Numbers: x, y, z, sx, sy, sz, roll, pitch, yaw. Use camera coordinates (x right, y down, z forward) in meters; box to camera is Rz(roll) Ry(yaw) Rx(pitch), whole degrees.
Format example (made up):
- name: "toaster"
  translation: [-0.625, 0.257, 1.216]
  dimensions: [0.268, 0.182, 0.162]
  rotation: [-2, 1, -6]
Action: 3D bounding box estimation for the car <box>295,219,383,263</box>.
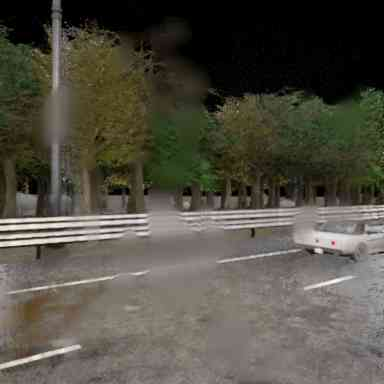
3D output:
- name: "car"
  translation: [6.024, 1.645, 12.115]
  dimensions: [4.718, 1.301, 1.895]
  rotation: [0, 0, -33]
